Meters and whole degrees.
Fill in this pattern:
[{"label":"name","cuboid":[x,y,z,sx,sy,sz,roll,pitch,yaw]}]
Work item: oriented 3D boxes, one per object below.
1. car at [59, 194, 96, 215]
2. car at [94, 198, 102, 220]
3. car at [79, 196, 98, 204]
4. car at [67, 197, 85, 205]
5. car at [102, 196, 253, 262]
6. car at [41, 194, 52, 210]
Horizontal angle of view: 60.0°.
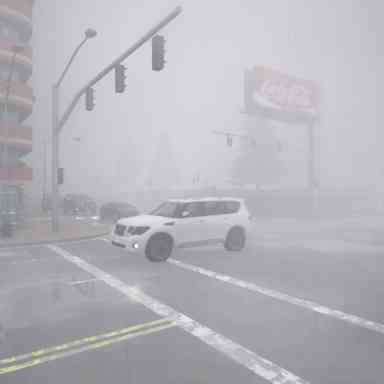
[{"label":"car","cuboid":[-11.645,1.221,34.161,2.150,2.045,5.566,0,0,-36]},{"label":"car","cuboid":[-5.649,1.505,25.824,1.837,1.490,4.892,0,0,-36]},{"label":"car","cuboid":[-19.973,1.478,64.047,1.882,1.535,5.008,0,0,-36]},{"label":"car","cuboid":[-20.554,1.564,58.864,1.994,1.385,4.181,0,0,-36]},{"label":"car","cuboid":[-0.187,1.221,12.447,5.566,2.045,2.150,0,0,-35]},{"label":"car","cuboid":[-17.801,1.221,42.734,2.150,2.045,5.566,0,0,-35]}]
